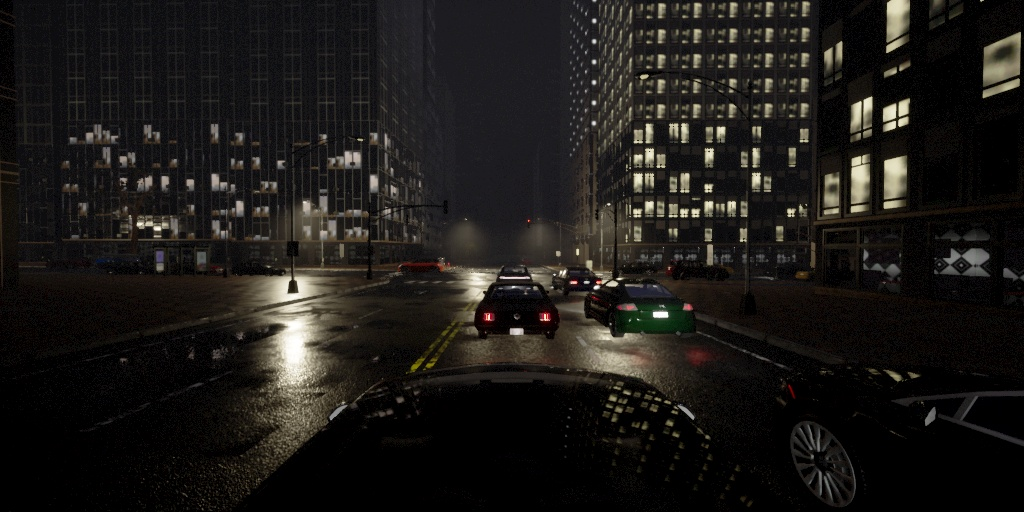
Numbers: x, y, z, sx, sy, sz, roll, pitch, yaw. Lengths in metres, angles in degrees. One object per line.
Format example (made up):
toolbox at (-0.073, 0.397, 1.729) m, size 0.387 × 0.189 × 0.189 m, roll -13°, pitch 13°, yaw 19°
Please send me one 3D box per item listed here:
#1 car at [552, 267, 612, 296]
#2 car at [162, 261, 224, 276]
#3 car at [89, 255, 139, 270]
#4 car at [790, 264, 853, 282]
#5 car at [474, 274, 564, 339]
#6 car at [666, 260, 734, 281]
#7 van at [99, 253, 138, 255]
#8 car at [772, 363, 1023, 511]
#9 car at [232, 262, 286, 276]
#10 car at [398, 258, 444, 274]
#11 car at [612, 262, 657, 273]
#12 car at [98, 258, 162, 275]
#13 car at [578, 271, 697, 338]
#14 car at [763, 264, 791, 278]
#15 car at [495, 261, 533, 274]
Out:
car at (3.409, 1.288, 19.435) m, size 2.033 × 1.411 × 5.357 m, roll 0°, pitch 0°, yaw -3°
car at (-28.373, 1.137, 32.295) m, size 4.207 × 1.307 × 1.802 m, roll 0°, pitch 0°, yaw 1°
car at (-41.918, 0.899, 38.480) m, size 4.181 × 1.385 × 1.994 m, roll 1°, pitch 1°, yaw 1°
car at (27.683, 1.577, 31.354) m, size 4.829 × 1.417 × 1.751 m, roll 0°, pitch 0°, yaw 1°
car at (0.110, 1.347, 9.979) m, size 1.895 × 1.301 × 4.718 m, roll 0°, pitch 0°, yaw 0°
car at (16.235, 1.267, 31.568) m, size 5.009 × 1.841 × 2.192 m, roll 0°, pitch 0°, yaw 1°
van at (-45.232, 0.603, 41.154) m, size 3.998 × 1.789 × 1.690 m, roll 0°, pitch 0°, yaw 1°
car at (3.340, 1.242, 1.375) m, size 2.128 × 1.511 × 4.902 m, roll 0°, pitch 0°, yaw 0°
car at (-22.689, 1.172, 32.153) m, size 4.313 × 1.339 × 1.948 m, roll 0°, pitch 0°, yaw 1°
car at (-9.561, 0.981, 37.783) m, size 4.553 × 1.767 × 2.097 m, roll 1°, pitch 1°, yaw 1°
car at (12.596, 1.329, 37.535) m, size 4.892 × 1.490 × 1.837 m, roll 0°, pitch 1°, yaw 3°
car at (-34.054, 1.068, 32.477) m, size 4.313 × 1.339 × 1.948 m, roll 0°, pitch 0°, yaw 1°
car at (3.369, 1.310, 10.205) m, size 1.994 × 1.385 × 4.181 m, roll 0°, pitch 0°, yaw -1°
car at (28.532, 1.530, 37.113) m, size 4.181 × 1.385 × 1.994 m, roll 1°, pitch 1°, yaw 1°
car at (0.123, 1.232, 19.235) m, size 2.128 × 1.511 × 4.902 m, roll 0°, pitch 0°, yaw 0°
